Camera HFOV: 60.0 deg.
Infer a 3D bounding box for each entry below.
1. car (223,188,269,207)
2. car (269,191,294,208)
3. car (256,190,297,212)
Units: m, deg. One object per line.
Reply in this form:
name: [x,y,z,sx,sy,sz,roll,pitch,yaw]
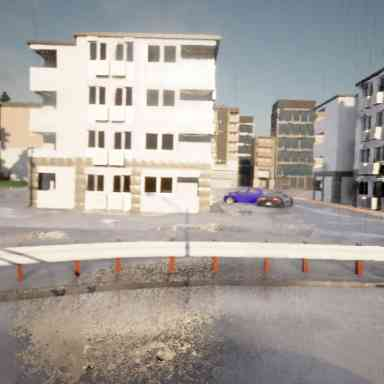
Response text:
car: [4.569,0.355,28.920,3.633,1.501,1.845,2,2,12]
car: [7.334,0.540,28.521,1.853,1.218,4.536,3,3,30]
car: [7.355,0.696,28.572,2.038,1.542,4.974,3,3,30]
